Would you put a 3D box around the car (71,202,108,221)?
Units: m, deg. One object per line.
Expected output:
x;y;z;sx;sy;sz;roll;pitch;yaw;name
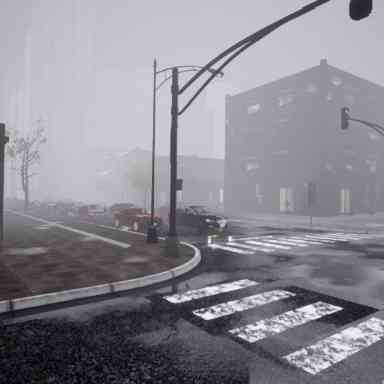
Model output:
-8.548;1.730;28.232;1.802;1.307;4.206;1;-1;-35;car

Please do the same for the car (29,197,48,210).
-22.679;1.891;48.572;1.752;1.417;4.829;1;-1;-35;car

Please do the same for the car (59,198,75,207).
-25.191;2.115;66.899;1.967;1.590;4.097;1;-1;-35;car

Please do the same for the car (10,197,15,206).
-32.060;2.081;62.100;1.947;1.339;4.313;1;-1;-35;car

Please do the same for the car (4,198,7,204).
-38.399;1.931;71.172;2.192;1.841;5.009;1;-1;-35;car

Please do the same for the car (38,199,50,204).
-37.967;2.404;85.177;1.752;1.417;4.829;1;-1;-35;car

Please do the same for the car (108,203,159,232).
-3.390;1.616;20.855;1.887;1.381;4.507;1;-1;-35;car

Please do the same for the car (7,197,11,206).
-35.230;2.131;66.635;1.947;1.339;4.313;1;-1;-35;car

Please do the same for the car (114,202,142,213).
-8.300;1.966;42.945;2.008;1.369;4.403;1;-1;-35;car

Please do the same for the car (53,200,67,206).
-28.361;2.307;71.432;1.802;1.307;4.206;1;-1;-35;car

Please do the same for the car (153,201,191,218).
-2.097;1.762;34.083;1.967;1.590;4.097;1;-1;-35;car

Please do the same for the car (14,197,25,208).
-29.072;2.013;57.812;1.887;1.381;4.507;1;-1;-35;car

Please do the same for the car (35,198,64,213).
-18.003;1.843;41.811;2.008;1.369;4.403;1;-1;-35;car

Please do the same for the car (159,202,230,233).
0.282;1.593;20.358;2.128;1.511;4.902;1;-1;-35;car

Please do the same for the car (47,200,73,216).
-13.704;1.792;35.610;1.947;1.339;4.313;1;-1;-35;car
